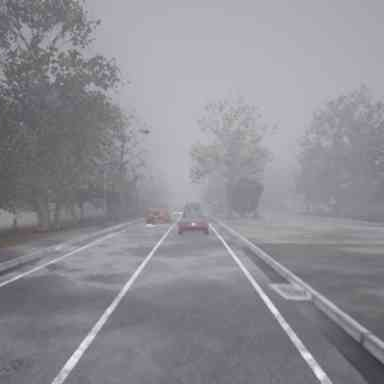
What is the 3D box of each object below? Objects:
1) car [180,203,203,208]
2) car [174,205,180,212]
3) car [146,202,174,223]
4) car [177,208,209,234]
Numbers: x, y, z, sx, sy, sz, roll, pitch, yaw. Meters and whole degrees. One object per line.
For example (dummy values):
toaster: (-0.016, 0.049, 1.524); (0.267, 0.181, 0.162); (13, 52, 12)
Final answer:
car: (0.084, 2.327, 40.328); (2.150, 2.045, 5.566); (0, -3, 1)
car: (-3.110, 3.611, 74.752); (2.128, 1.511, 4.902); (0, -1, 1)
car: (-3.357, 2.086, 34.017); (2.150, 2.045, 5.566); (0, -2, 0)
car: (0.095, 2.042, 22.851); (1.994, 1.385, 4.181); (0, -2, 0)
